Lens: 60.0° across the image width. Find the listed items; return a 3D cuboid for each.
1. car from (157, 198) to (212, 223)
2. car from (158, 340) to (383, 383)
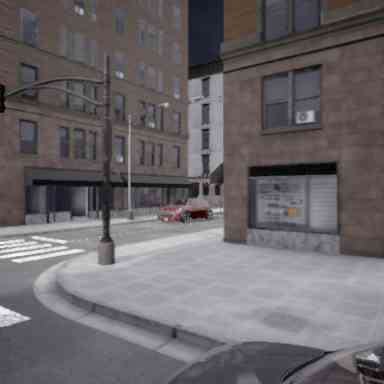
[{"bbox_3d":[-0.442,1.226,24.018,2.097,1.767,4.553,0,0,35],"label":"car"},{"bbox_3d":[1.602,1.551,1.670,4.403,1.369,2.008,0,0,36],"label":"car"}]
